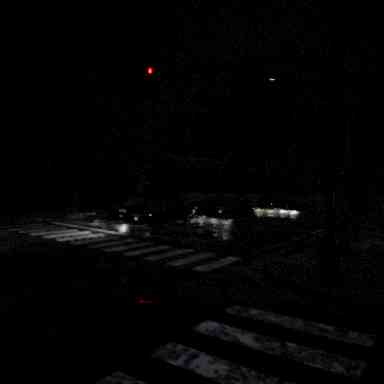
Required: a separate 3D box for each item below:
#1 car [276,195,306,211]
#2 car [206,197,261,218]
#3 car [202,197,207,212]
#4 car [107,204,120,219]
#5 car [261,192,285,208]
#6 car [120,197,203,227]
[{"bbox_3d":[12.420,1.476,40.742,1.994,1.385,4.181,3,1,36],"label":"car"},{"bbox_3d":[3.688,1.317,28.609,2.128,1.511,4.902,3,1,36],"label":"car"},{"bbox_3d":[1.741,1.195,31.466,2.128,1.511,4.902,3,1,36],"label":"car"},{"bbox_3d":[-3.777,1.137,23.783,1.882,1.535,5.008,3,1,36],"label":"car"},{"bbox_3d":[10.619,1.011,43.773,2.150,2.045,5.566,3,2,36],"label":"car"},{"bbox_3d":[-1.776,1.275,21.006,2.128,1.511,4.902,3,1,36],"label":"car"}]
